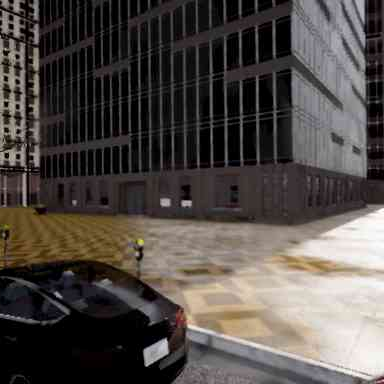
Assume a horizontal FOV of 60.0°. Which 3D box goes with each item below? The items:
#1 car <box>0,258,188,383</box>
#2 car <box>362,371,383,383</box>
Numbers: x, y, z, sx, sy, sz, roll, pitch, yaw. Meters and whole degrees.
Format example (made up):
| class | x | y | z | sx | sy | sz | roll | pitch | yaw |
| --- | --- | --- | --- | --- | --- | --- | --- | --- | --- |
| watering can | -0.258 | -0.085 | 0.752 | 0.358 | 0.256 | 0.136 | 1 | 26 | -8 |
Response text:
| class | x | y | z | sx | sy | sz | roll | pitch | yaw |
| --- | --- | --- | --- | --- | --- | --- | --- | --- | --- |
| car | -2.036 | 1.582 | 4.417 | 4.313 | 1.339 | 1.947 | 0 | -1 | 36 |
| car | 2.625 | 1.435 | 1.158 | 4.097 | 1.590 | 1.967 | 0 | -1 | 36 |
